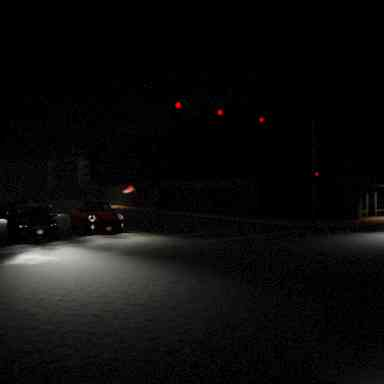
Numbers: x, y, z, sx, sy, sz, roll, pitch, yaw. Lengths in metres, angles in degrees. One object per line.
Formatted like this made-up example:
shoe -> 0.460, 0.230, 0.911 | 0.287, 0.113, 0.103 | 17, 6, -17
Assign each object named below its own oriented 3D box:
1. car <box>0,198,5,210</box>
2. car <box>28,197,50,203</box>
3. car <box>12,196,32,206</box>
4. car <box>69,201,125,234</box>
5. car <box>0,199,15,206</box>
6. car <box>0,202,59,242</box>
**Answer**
car -> -25.364, 1.566, 42.973 | 1.812, 1.442, 4.674 | 0, 0, -33
car -> -16.430, 1.370, 35.659 | 2.097, 1.767, 4.553 | 0, 0, -33
car -> -25.283, 1.290, 49.320 | 2.033, 1.411, 5.357 | 0, 0, -33
car -> -5.595, 1.350, 19.284 | 2.097, 1.767, 4.553 | 0, 0, -34
car -> -16.468, 1.589, 29.508 | 1.994, 1.385, 4.181 | 0, 0, -33
car -> -8.064, 1.501, 16.707 | 2.128, 1.511, 4.902 | 0, 0, -34
